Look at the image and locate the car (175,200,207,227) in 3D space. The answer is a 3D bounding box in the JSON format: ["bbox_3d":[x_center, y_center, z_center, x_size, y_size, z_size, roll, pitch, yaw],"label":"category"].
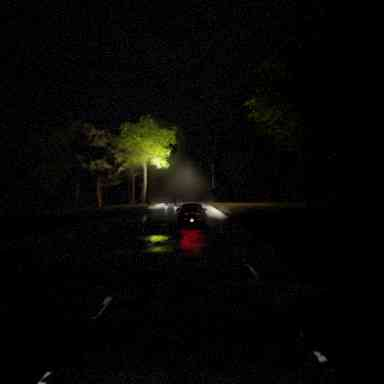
[{"bbox_3d":[-0.001,1.537,23.284,1.837,1.490,4.892,0,0,0],"label":"car"}]

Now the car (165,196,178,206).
[{"bbox_3d":[-3.502,1.541,56.799,1.837,1.490,4.892,0,0,0],"label":"car"}]
